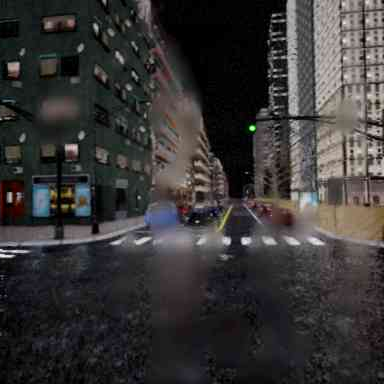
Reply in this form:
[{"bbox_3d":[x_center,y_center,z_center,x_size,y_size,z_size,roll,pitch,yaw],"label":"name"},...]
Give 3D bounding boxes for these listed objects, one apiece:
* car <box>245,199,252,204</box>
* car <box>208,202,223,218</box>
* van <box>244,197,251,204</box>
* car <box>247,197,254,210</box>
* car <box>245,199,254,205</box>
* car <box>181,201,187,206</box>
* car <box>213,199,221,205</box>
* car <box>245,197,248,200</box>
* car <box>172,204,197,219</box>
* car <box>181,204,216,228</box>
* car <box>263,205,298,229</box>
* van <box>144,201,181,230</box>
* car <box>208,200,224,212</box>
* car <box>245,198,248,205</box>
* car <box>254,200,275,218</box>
[{"bbox_3d":[15.001,2.496,88.494,1.802,1.307,4.206,-1,-1,8],"label":"car"},{"bbox_3d":[1.909,2.016,34.736,1.895,1.301,4.718,-1,-1,8],"label":"car"},{"bbox_3d":[15.737,2.319,93.975,1.690,1.788,3.998,-1,-1,8],"label":"van"},{"bbox_3d":[9.833,1.922,50.152,1.967,1.590,4.097,-1,-1,8],"label":"car"},{"bbox_3d":[14.263,2.402,83.016,2.008,1.369,4.403,-1,-1,8],"label":"car"},{"bbox_3d":[-1.425,1.718,29.360,2.192,1.841,5.009,-1,-1,8],"label":"car"},{"bbox_3d":[6.697,2.637,89.613,1.947,1.339,4.313,-1,-1,8],"label":"car"},{"bbox_3d":[12.048,2.210,66.584,1.887,1.381,4.507,-1,-1,8],"label":"car"},{"bbox_3d":[-0.685,2.005,34.836,1.887,1.381,4.507,-1,-1,8],"label":"car"},{"bbox_3d":[0.538,1.873,24.714,1.994,1.385,4.181,-1,-1,5],"label":"car"},{"bbox_3d":[6.143,1.769,22.761,1.802,1.307,4.206,-1,-1,8],"label":"car"},{"bbox_3d":[-2.163,1.685,23.882,1.690,1.788,3.998,-1,-1,8],"label":"van"},{"bbox_3d":[3.274,2.124,44.796,1.895,1.301,4.718,-1,-1,8],"label":"car"},{"bbox_3d":[11.310,2.154,61.106,2.008,1.369,4.403,-1,-1,8],"label":"car"},{"bbox_3d":[7.618,1.744,33.719,1.967,1.590,4.097,-1,-1,8],"label":"car"}]
